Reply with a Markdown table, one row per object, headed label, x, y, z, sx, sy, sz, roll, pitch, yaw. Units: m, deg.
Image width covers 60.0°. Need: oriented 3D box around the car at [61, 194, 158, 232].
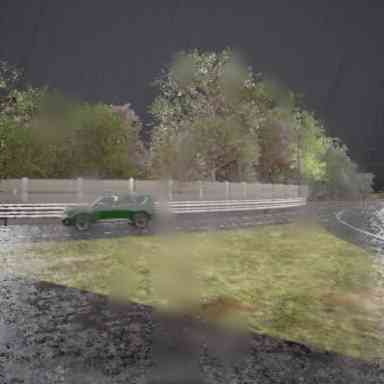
| label | x | y | z | sx | sy | sz | roll | pitch | yaw |
| --- | --- | --- | --- | --- | --- | --- | --- | --- | --- |
| car | -4.821 | 1.133 | 19.779 | 5.566 | 2.045 | 2.150 | -1 | 1 | -25 |
